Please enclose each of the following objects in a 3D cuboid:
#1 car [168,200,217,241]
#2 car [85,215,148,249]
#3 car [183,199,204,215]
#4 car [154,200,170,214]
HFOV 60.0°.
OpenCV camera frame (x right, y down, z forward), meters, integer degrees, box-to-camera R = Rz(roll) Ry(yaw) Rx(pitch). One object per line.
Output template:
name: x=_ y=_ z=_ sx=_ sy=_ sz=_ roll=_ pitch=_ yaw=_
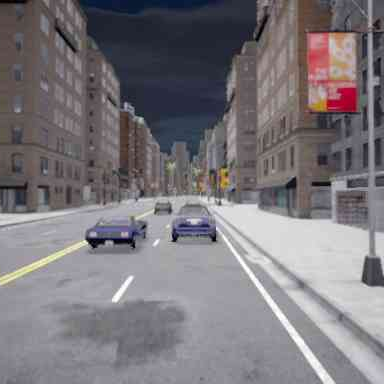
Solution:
car: x=0.103 y=1.416 z=17.141 sx=2.097 sy=1.767 sz=4.553 roll=0 pitch=0 yaw=0
car: x=-3.147 y=1.657 z=14.886 sx=1.895 sy=1.301 sz=4.718 roll=0 pitch=0 yaw=0
car: x=0.107 y=1.611 z=36.224 sx=2.128 sy=1.511 sz=4.902 roll=0 pitch=0 yaw=0
car: x=-3.142 y=1.615 z=37.537 sx=2.128 sy=1.511 sz=4.902 roll=0 pitch=0 yaw=0
